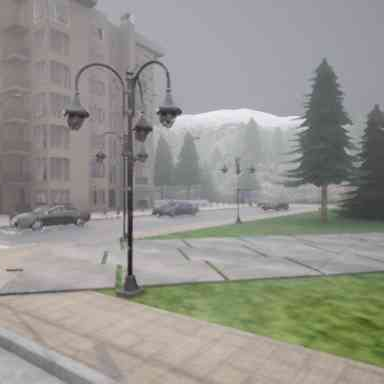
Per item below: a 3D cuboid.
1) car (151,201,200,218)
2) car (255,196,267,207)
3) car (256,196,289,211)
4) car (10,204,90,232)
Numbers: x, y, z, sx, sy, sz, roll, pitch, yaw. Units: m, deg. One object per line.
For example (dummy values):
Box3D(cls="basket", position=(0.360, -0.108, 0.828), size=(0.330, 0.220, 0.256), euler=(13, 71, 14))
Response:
Box3D(cls="car", position=(-1.404, 1.597, 31.137), size=(2.033, 1.411, 5.357), euler=(0, 0, 36))
Box3D(cls="car", position=(10.894, 1.401, 47.885), size=(2.097, 1.767, 4.553), euler=(0, 0, 36))
Box3D(cls="car", position=(10.188, 1.585, 40.755), size=(2.033, 1.411, 5.357), euler=(0, 0, 35))
Box3D(cls="car", position=(-8.781, 1.543, 21.008), size=(2.128, 1.511, 4.902), euler=(0, 0, 36))
